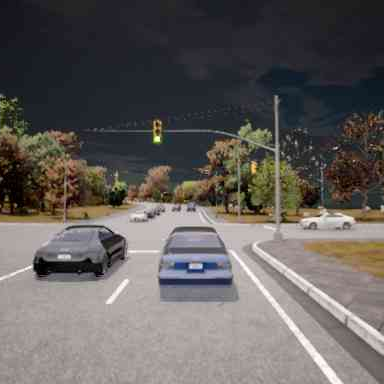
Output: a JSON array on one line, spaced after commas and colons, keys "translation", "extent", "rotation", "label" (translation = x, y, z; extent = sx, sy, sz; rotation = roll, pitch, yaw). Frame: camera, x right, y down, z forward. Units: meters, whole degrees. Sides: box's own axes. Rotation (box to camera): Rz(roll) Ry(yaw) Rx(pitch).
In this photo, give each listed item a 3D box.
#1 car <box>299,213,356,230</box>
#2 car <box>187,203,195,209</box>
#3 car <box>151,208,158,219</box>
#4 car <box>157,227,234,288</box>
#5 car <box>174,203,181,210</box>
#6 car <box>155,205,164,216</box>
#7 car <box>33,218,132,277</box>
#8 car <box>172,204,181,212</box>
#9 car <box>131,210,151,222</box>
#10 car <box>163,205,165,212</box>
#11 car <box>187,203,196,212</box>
[{"translation": [11.770, 2.539, 28.976], "extent": [4.674, 1.442, 1.812], "rotation": [0, -3, -1], "label": "car"}, {"translation": [-0.276, 3.618, 87.321], "extent": [1.882, 1.535, 5.008], "rotation": [0, 0, -4], "label": "car"}, {"translation": [-7.202, 3.704, 54.589], "extent": [1.895, 1.301, 4.718], "rotation": [0, -1, 0], "label": "car"}, {"translation": [0.073, 1.720, 9.711], "extent": [2.033, 1.411, 5.357], "rotation": [0, -2, 0], "label": "car"}, {"translation": [-3.800, 3.804, 87.580], "extent": [1.837, 1.490, 4.892], "rotation": [0, 0, -4], "label": "car"}, {"translation": [-7.170, 3.812, 64.336], "extent": [2.033, 1.411, 5.357], "rotation": [0, -1, 0], "label": "car"}, {"translation": [-3.437, 1.772, 10.970], "extent": [1.994, 1.385, 4.181], "rotation": [0, -2, 0], "label": "car"}, {"translation": [-3.661, 3.818, 77.603], "extent": [1.812, 1.442, 4.674], "rotation": [0, 0, 0], "label": "car"}, {"translation": [-7.199, 3.341, 45.571], "extent": [1.812, 1.442, 4.674], "rotation": [0, -2, 0], "label": "car"}, {"translation": [-7.154, 3.647, 74.501], "extent": [2.097, 1.767, 4.553], "rotation": [0, 0, 0], "label": "car"}, {"translation": [-0.160, 3.641, 77.142], "extent": [2.097, 1.767, 4.553], "rotation": [0, 0, 0], "label": "car"}]
